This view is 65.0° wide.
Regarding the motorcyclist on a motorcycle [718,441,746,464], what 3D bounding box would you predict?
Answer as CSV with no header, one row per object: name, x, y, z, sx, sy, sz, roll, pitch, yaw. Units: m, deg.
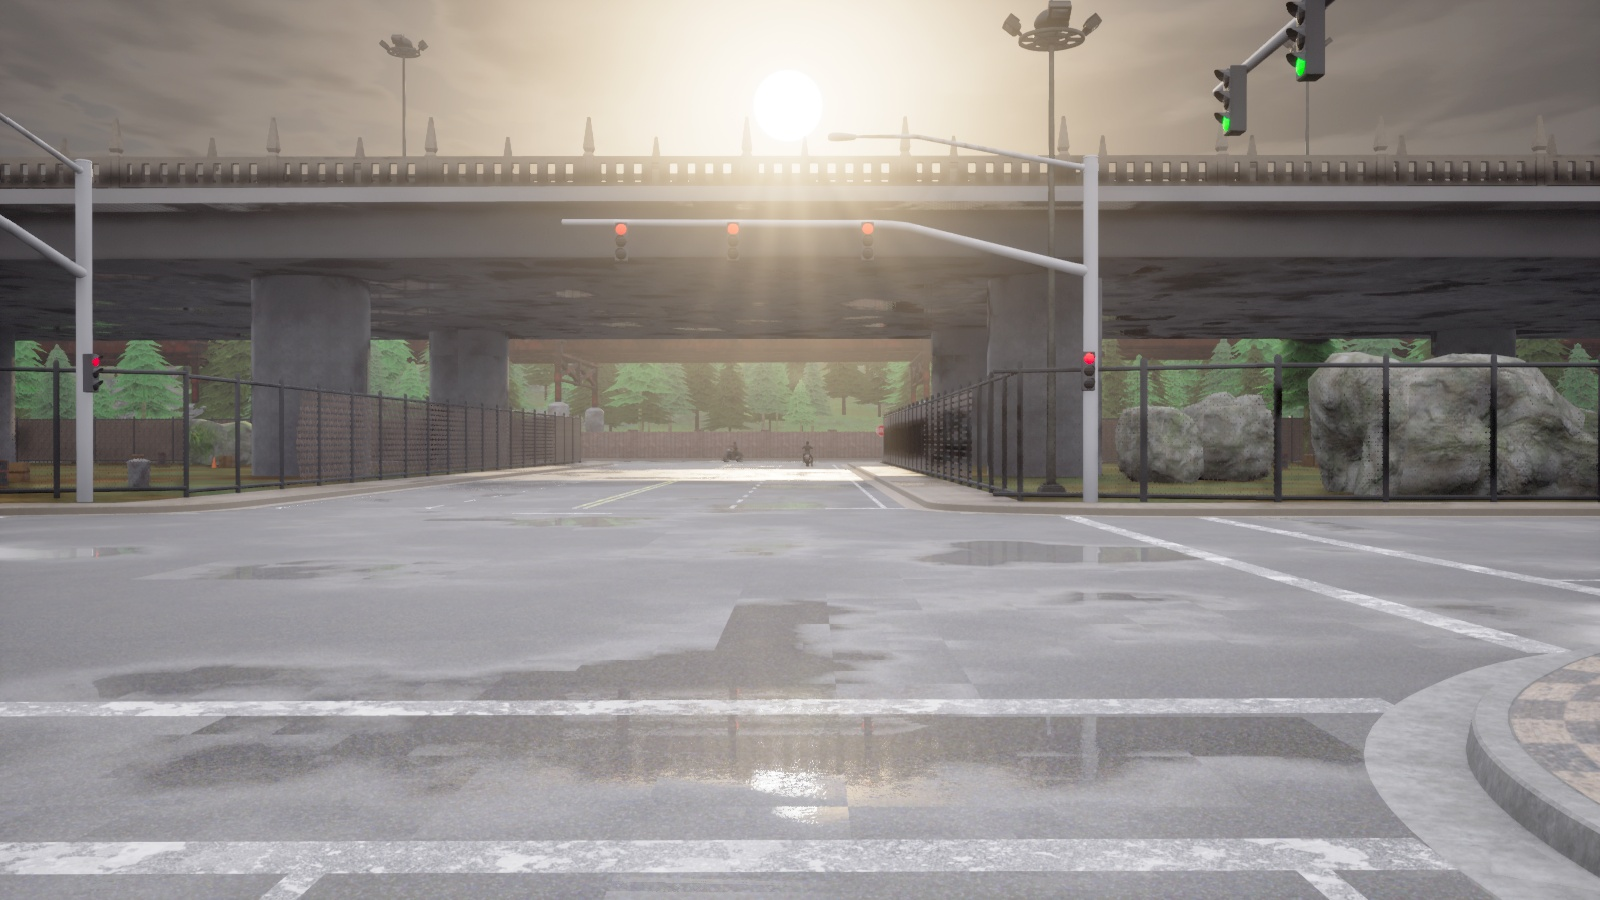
motorcyclist on a motorcycle,-5.118,0.161,94.301,0.766,1.649,2.350,2,2,36
